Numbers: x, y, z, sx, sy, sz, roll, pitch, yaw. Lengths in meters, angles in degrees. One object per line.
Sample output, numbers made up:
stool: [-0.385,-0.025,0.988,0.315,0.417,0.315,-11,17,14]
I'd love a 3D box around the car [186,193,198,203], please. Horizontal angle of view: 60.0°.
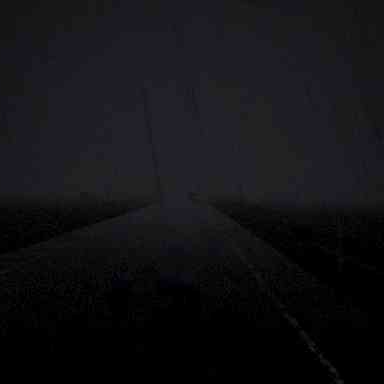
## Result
car: [-0.025,1.158,67.010,2.150,2.045,5.566,0,0,0]
